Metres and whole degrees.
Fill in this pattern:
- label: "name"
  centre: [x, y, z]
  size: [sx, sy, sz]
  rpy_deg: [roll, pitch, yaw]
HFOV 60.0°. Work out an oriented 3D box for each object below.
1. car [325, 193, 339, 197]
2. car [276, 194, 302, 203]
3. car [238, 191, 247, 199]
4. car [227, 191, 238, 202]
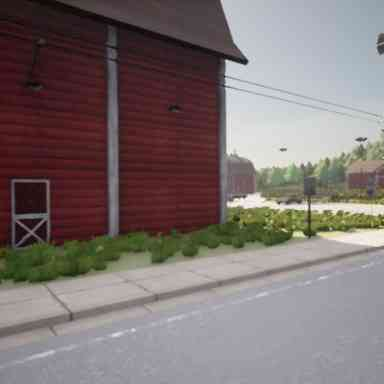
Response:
- label: "car"
  centre: [23.599, 0.943, 56.077]
  size: [3.905, 1.438, 1.784]
  rpy_deg: [-1, 0, -36]
- label: "car"
  centre: [13.919, 1.071, 47.519]
  size: [4.193, 1.474, 1.816]
  rpy_deg: [-1, 0, -36]
- label: "car"
  centre: [10.181, 0.737, 74.113]
  size: [4.605, 1.855, 1.932]
  rpy_deg: [-1, 0, -36]
- label: "car"
  centre: [5.499, 0.887, 58.064]
  size: [3.866, 1.878, 1.905]
  rpy_deg: [-1, 0, -36]
